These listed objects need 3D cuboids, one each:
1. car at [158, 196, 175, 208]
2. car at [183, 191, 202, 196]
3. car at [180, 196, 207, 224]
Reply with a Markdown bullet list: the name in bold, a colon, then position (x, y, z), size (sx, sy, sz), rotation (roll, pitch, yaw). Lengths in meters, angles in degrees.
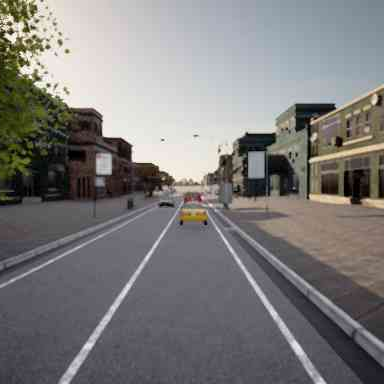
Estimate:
- **car**: position (-3.101, 1.222, 41.598), size (2.033, 1.411, 5.357), rotation (0, 1, 0)
- **car**: position (0.090, 0.892, 41.919), size (2.150, 2.045, 5.566), rotation (0, 1, 0)
- **car**: position (0.094, 1.337, 23.438), size (1.801, 1.575, 5.366), rotation (0, 0, 0)
